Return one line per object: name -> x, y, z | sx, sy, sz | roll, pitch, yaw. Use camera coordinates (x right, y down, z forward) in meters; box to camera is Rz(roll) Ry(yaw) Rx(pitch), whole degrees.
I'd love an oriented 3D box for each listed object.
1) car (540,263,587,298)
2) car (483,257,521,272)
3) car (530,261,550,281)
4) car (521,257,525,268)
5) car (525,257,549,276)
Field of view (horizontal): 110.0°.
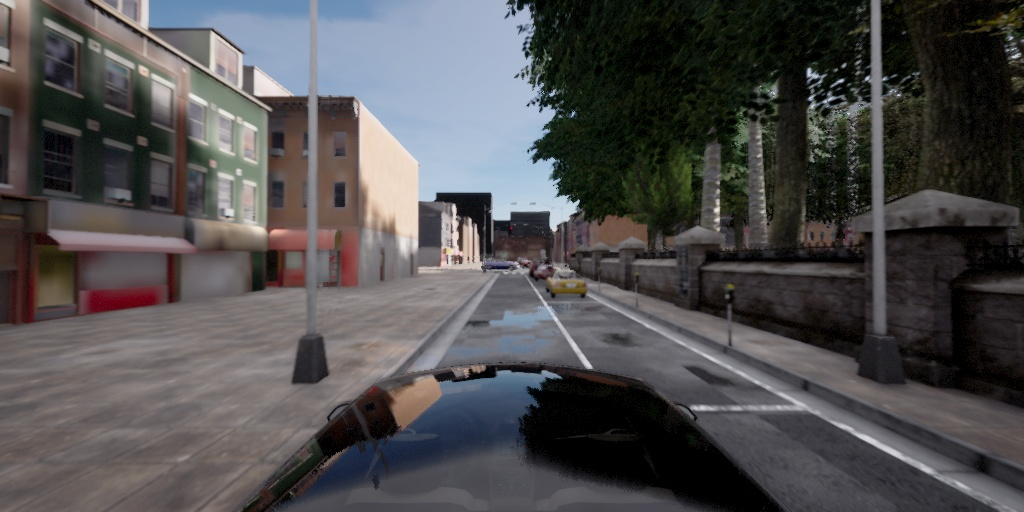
car -> 2.648, 1.272, 18.376 | 1.751, 1.417, 4.829 | 0, 0, 0
car -> -1.474, 1.093, 46.260 | 4.553, 1.767, 2.097 | 0, 0, 0
car -> 2.653, 1.335, 29.105 | 1.802, 1.307, 4.207 | 0, 0, 0
car -> 2.668, 1.353, 60.983 | 1.888, 1.381, 4.507 | 0, 0, 0
car -> 2.656, 1.073, 34.554 | 2.192, 1.841, 5.009 | 0, 0, 0
